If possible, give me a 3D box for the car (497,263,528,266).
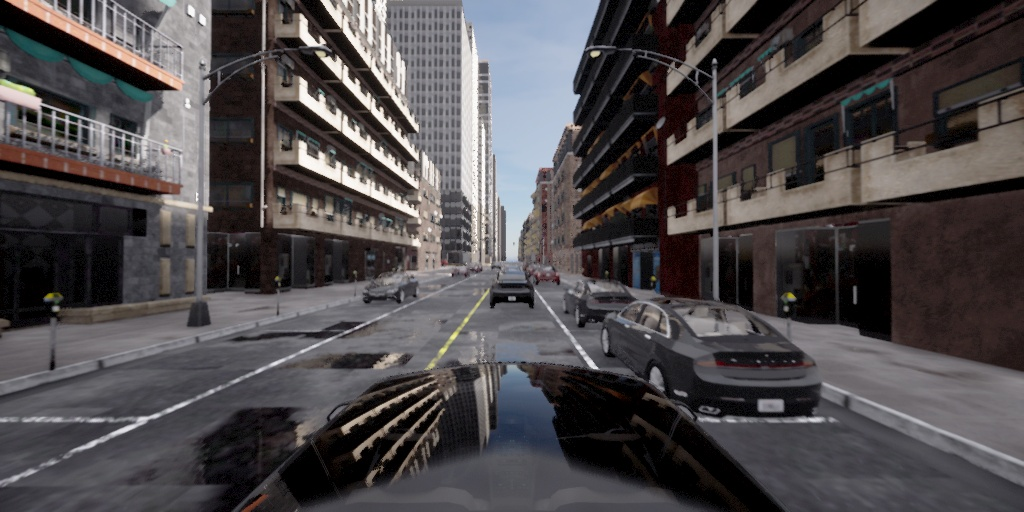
[{"bbox_3d":[0.007,1.573,30.839,2.033,1.411,5.357,0,-1,0],"label":"car"}]

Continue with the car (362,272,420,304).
[{"bbox_3d":[-5.687,1.447,17.270,2.007,1.370,4.403,0,0,0],"label":"car"}]

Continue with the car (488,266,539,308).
[{"bbox_3d":[0.007,1.394,16.156,1.837,1.490,4.892,0,0,0],"label":"car"}]

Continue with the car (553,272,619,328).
[{"bbox_3d":[2.693,1.393,11.589,2.007,1.370,4.403,0,0,0],"label":"car"}]

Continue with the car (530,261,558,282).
[{"bbox_3d":[2.695,1.444,28.634,1.967,1.591,4.097,0,0,0],"label":"car"}]

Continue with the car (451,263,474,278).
[{"bbox_3d":[-5.683,1.696,39.998,1.802,1.307,4.207,0,0,0],"label":"car"}]

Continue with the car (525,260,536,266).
[{"bbox_3d":[2.697,1.554,39.999,1.967,1.591,4.097,0,0,0],"label":"car"}]

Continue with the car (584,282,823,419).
[{"bbox_3d":[2.692,1.340,5.906,2.007,1.370,4.403,0,0,0],"label":"car"}]

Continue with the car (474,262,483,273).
[{"bbox_3d":[-5.681,1.665,51.363,1.967,1.591,4.097,0,0,0],"label":"car"}]
